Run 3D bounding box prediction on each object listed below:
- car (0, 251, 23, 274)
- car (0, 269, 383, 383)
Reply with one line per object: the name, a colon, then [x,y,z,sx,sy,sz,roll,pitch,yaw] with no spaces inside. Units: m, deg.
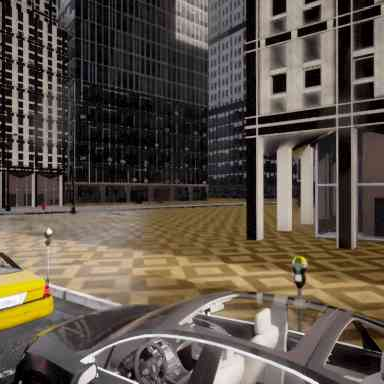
car: [-4.480,1.525,6.079,4.829,1.417,1.752,0,0,36]
car: [0.273,1.551,2.683,4.403,1.369,2.008,0,0,36]
